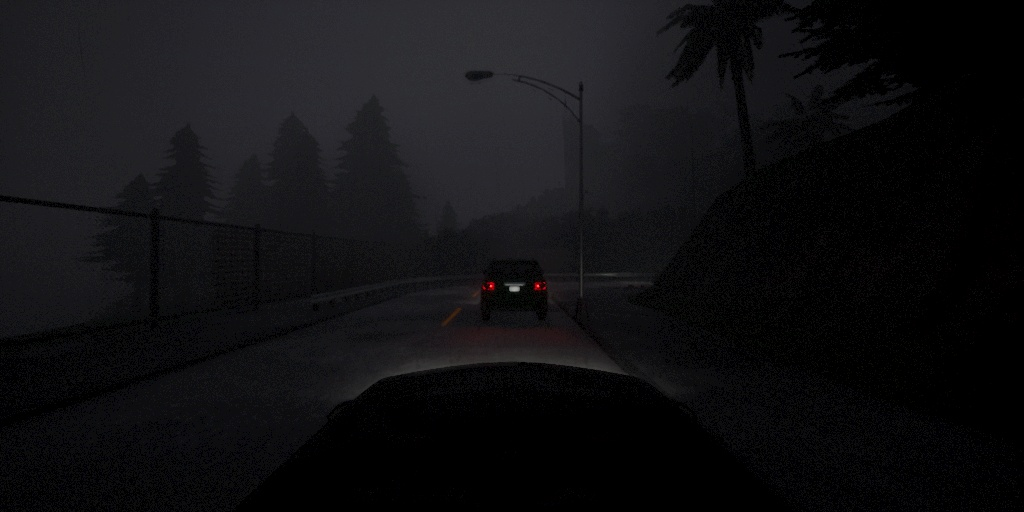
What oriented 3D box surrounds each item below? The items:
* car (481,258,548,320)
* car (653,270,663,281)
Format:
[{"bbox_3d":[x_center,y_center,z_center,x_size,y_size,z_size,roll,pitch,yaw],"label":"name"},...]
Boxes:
[{"bbox_3d":[0.063,1.103,13.411,2.150,2.045,5.566,0,0,0],"label":"car"},{"bbox_3d":[13.388,1.533,26.790,4.892,1.490,1.837,0,-1,0],"label":"car"}]
